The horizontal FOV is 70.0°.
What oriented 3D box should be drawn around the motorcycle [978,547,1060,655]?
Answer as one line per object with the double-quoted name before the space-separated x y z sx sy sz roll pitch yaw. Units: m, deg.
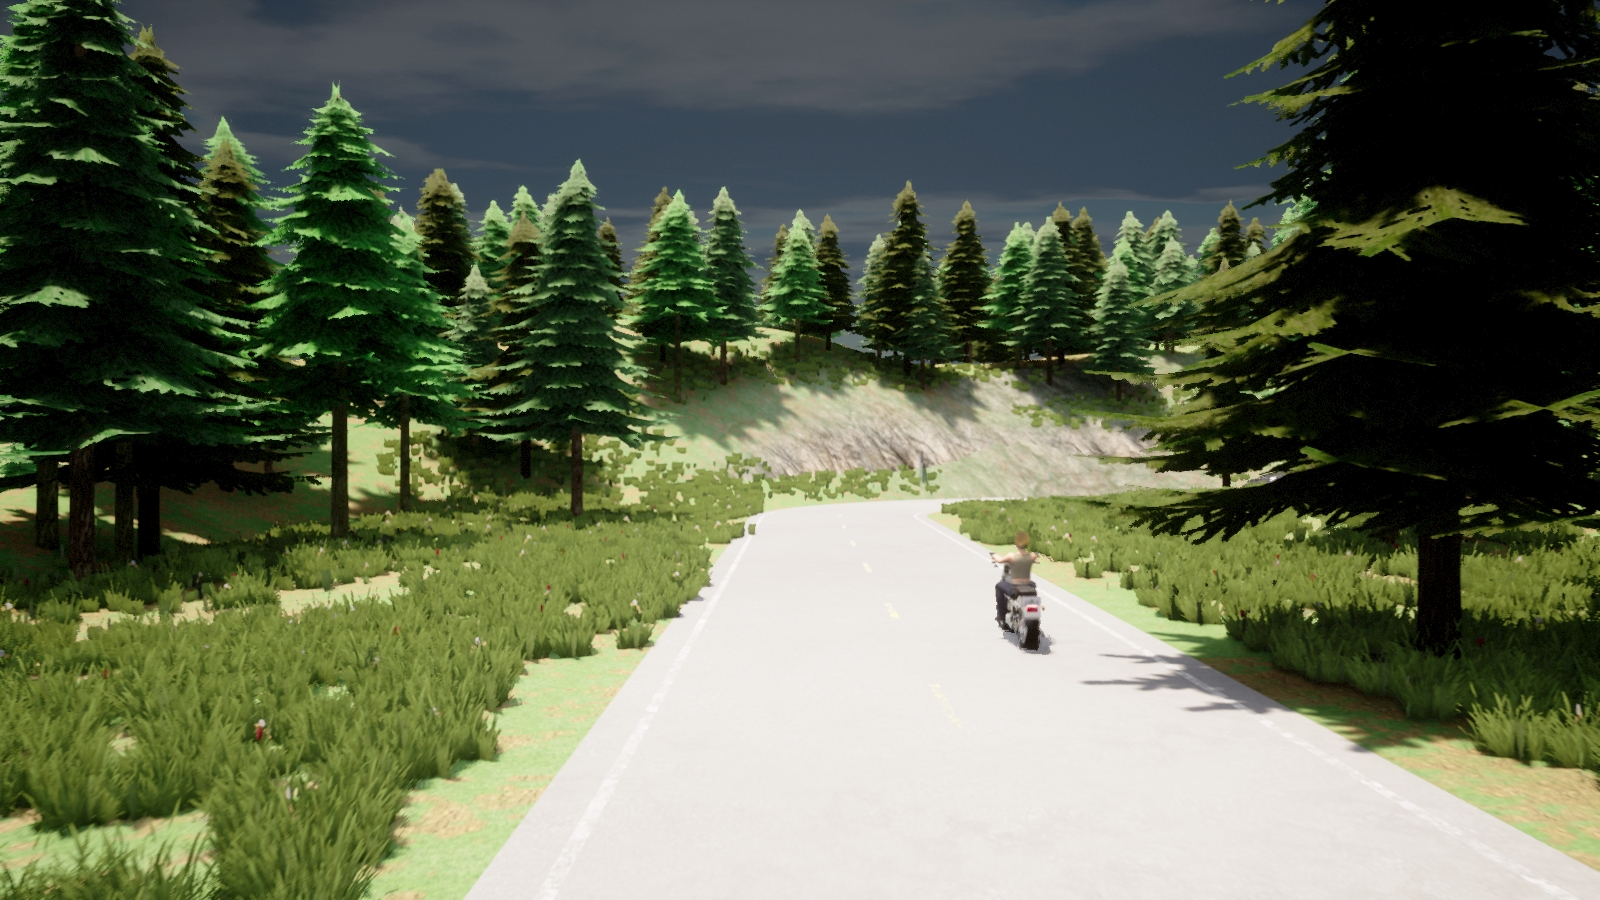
"motorcycle" 3.189 2.172 16.845 0.764 1.277 2.356 0 0 0
